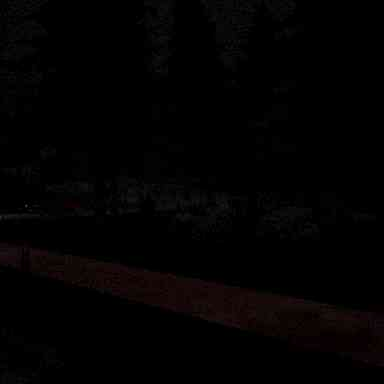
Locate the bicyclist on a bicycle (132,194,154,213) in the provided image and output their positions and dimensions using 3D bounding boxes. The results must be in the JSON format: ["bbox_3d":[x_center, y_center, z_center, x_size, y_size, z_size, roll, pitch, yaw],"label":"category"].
[{"bbox_3d":[-4.387,1.030,28.623,1.656,1.620,0.582,0,0,15],"label":"bicyclist on a bicycle"}]

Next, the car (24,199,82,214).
[{"bbox_3d":[-12.643,1.283,30.421,1.895,1.301,4.718,0,0,35],"label":"car"}]

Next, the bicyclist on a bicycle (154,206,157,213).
[{"bbox_3d":[-3.826,1.032,29.107,1.656,1.620,0.582,0,0,22],"label":"bicyclist on a bicycle"}]
